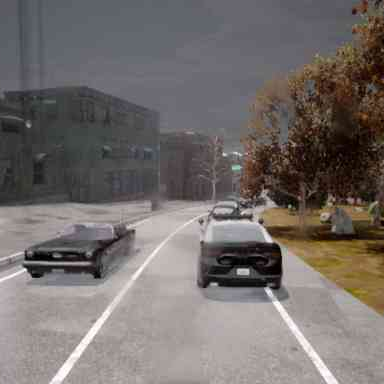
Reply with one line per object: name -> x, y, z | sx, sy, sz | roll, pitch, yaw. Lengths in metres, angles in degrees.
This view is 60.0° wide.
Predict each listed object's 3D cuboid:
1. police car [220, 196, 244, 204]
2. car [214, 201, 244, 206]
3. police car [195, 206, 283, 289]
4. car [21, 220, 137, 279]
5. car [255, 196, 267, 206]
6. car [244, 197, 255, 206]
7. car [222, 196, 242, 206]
police car -> 2.669, 1.351, 24.940 | 1.930, 1.638, 5.238 | 1, 0, 9
car -> 1.838, 1.474, 18.997 | 1.812, 1.442, 4.674 | 1, 0, 6
police car -> 1.128, 1.404, 9.294 | 1.930, 1.638, 5.238 | 0, 0, 2
car -> -3.077, 1.562, 10.088 | 1.895, 1.301, 4.718 | 0, 0, 3
car -> 11.240, 1.441, 55.797 | 1.837, 1.490, 4.892 | 3, 1, 26
car -> 6.741, 1.479, 44.537 | 1.895, 1.301, 4.718 | 2, 0, 20
car -> 6.338, 1.351, 52.673 | 1.994, 1.385, 4.181 | 2, 1, 23
